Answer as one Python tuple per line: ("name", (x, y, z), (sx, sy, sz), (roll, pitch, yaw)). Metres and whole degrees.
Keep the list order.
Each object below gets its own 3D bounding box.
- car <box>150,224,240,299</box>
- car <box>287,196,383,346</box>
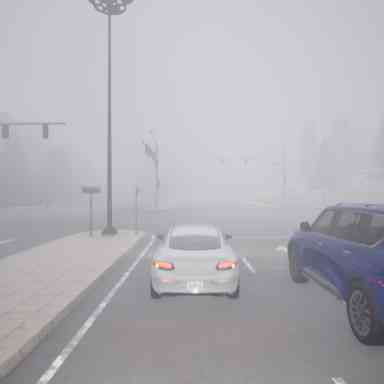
("car", (0.062, 1.517, 8.299), (1.812, 1.442, 4.674), (0, 0, 0))
("car", (3.553, 1.214, 6.454), (2.150, 2.045, 5.566), (0, 0, 1))
